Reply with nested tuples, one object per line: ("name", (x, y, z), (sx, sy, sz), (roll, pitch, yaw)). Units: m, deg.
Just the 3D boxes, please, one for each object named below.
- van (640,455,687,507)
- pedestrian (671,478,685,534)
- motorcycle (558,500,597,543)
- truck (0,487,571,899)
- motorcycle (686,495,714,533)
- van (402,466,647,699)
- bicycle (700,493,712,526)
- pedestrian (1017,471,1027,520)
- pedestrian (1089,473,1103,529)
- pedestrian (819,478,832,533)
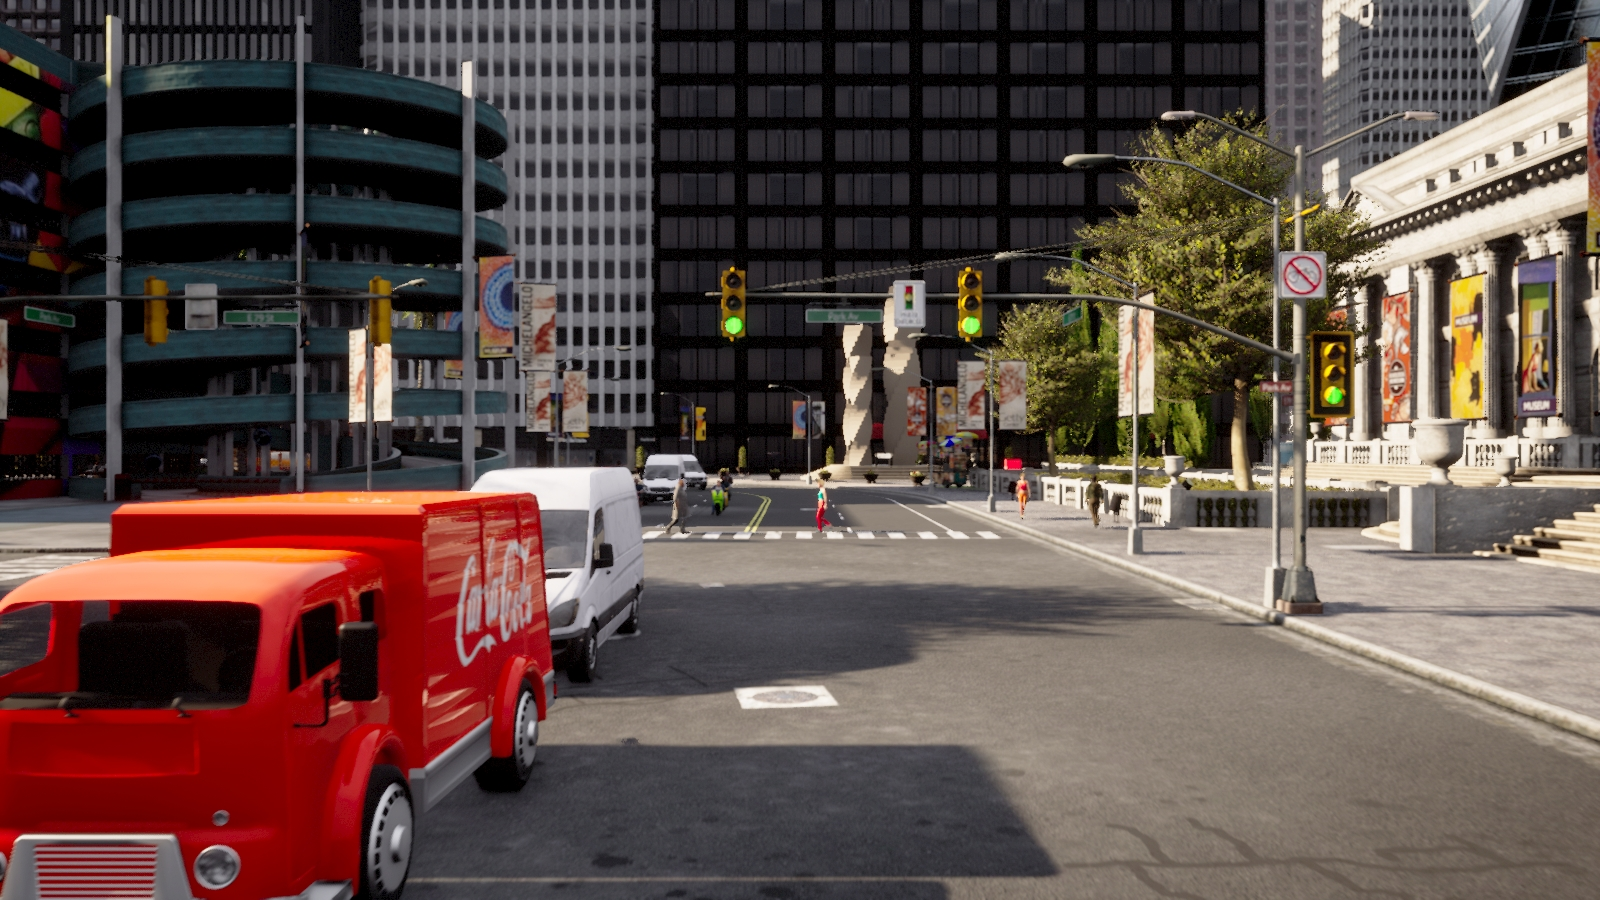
("van", (-7.143, 1.566, 60.201), (1.988, 2.561, 5.915), (0, 0, -2))
("pedestrian", (-4.071, 1.869, 38.105), (0.375, 1.860, 0.375), (0, 0, 13))
("motorcycle", (-6.929, 2.201, 35.636), (0.856, 1.236, 1.805), (0, 0, 0))
("truck", (-3.498, 1.575, 8.264), (2.627, 2.467, 5.204), (0, 0, 0))
("motorcycle", (-3.470, 2.203, 39.709), (0.856, 1.236, 1.805), (0, 0, -1))
("van", (-3.510, 1.544, 15.885), (1.988, 2.561, 5.915), (0, 0, 0))
("bicycle", (-3.555, 2.233, 43.349), (0.329, 1.171, 1.835), (0, 0, -1))
("pedestrian", (8.457, 1.718, 43.461), (0.375, 1.860, 0.375), (0, 0, 10))
("pedestrian", (9.984, 1.717, 38.556), (0.375, 1.860, 0.375), (0, 0, 2))
("pedestrian", (0.858, 1.870, 38.640), (0.375, 1.860, 0.375), (0, 0, -9))
